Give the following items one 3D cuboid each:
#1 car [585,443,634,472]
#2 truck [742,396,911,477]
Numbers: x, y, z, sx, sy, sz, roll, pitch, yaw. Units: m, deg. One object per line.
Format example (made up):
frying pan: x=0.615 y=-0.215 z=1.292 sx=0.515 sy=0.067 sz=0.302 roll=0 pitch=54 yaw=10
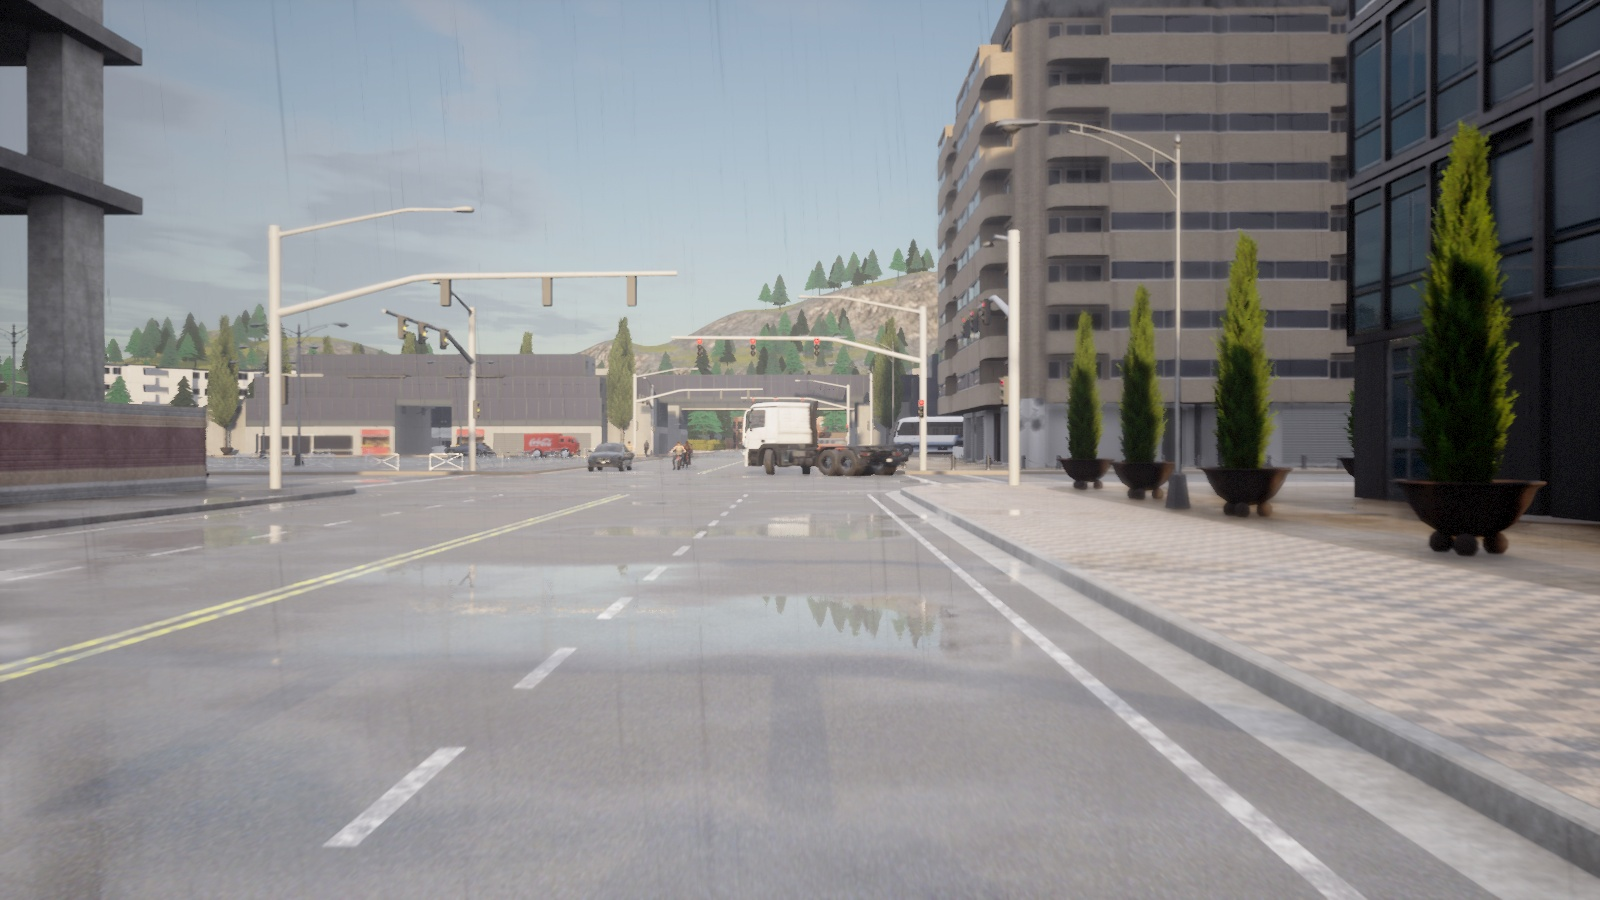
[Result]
car: x=-10.118 y=0.366 z=66.991 sx=1.837 sy=1.490 sz=4.892 roll=0 pitch=0 yaw=0
truck: x=1.076 y=-0.577 z=56.996 sx=2.891 sy=3.462 sz=7.936 roll=0 pitch=0 yaw=-44
